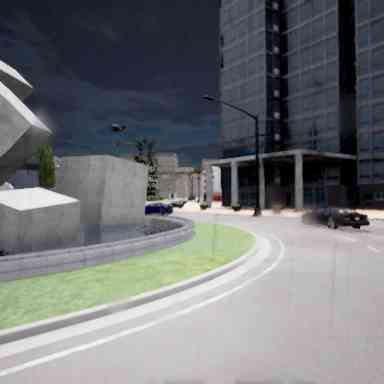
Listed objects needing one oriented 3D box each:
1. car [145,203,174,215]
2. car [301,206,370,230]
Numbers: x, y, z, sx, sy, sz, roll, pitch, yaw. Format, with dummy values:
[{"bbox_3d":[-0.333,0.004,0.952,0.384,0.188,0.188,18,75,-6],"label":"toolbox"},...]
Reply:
[{"bbox_3d":[-4.239,1.964,39.284,4.181,1.385,1.994,-1,-1,26],"label":"car"},{"bbox_3d":[9.324,1.659,22.140,2.033,1.411,5.357,0,-1,-10],"label":"car"}]
